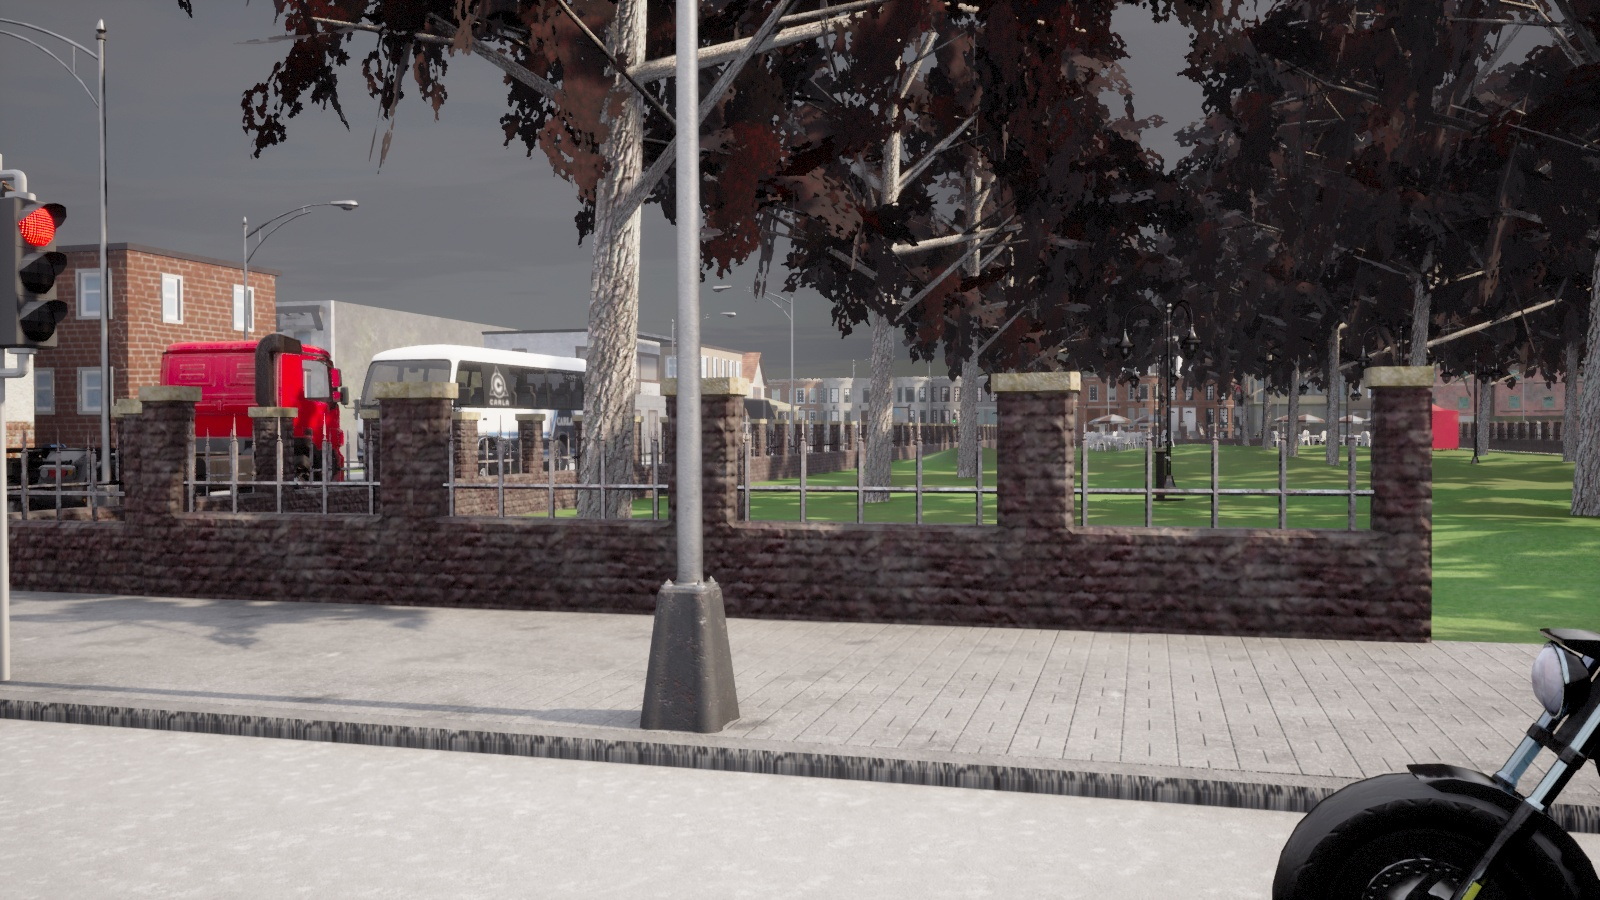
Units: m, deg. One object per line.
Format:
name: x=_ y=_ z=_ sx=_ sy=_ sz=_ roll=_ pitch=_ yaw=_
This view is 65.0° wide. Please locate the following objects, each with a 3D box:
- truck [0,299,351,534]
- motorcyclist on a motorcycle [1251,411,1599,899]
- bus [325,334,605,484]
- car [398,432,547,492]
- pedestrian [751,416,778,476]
truck: x=-11.640 y=-0.563 z=22.734 sx=2.891 sy=3.462 sz=7.936 roll=0 pitch=1 yaw=12
motorcyclist on a motorcycle: x=2.336 y=0.739 z=2.921 sx=2.350 sy=1.649 sz=0.766 roll=0 pitch=1 yaw=14
bus: x=-10.436 y=-1.244 z=40.918 sx=3.944 sy=4.253 sz=10.273 roll=1 pitch=1 yaw=17
car: x=-8.700 y=0.257 z=33.847 sx=1.837 sy=1.490 sz=4.892 roll=0 pitch=1 yaw=13
pedestrian: x=-1.167 y=-0.130 z=41.315 sx=0.659 sy=1.952 sz=0.873 roll=0 pitch=1 yaw=16
